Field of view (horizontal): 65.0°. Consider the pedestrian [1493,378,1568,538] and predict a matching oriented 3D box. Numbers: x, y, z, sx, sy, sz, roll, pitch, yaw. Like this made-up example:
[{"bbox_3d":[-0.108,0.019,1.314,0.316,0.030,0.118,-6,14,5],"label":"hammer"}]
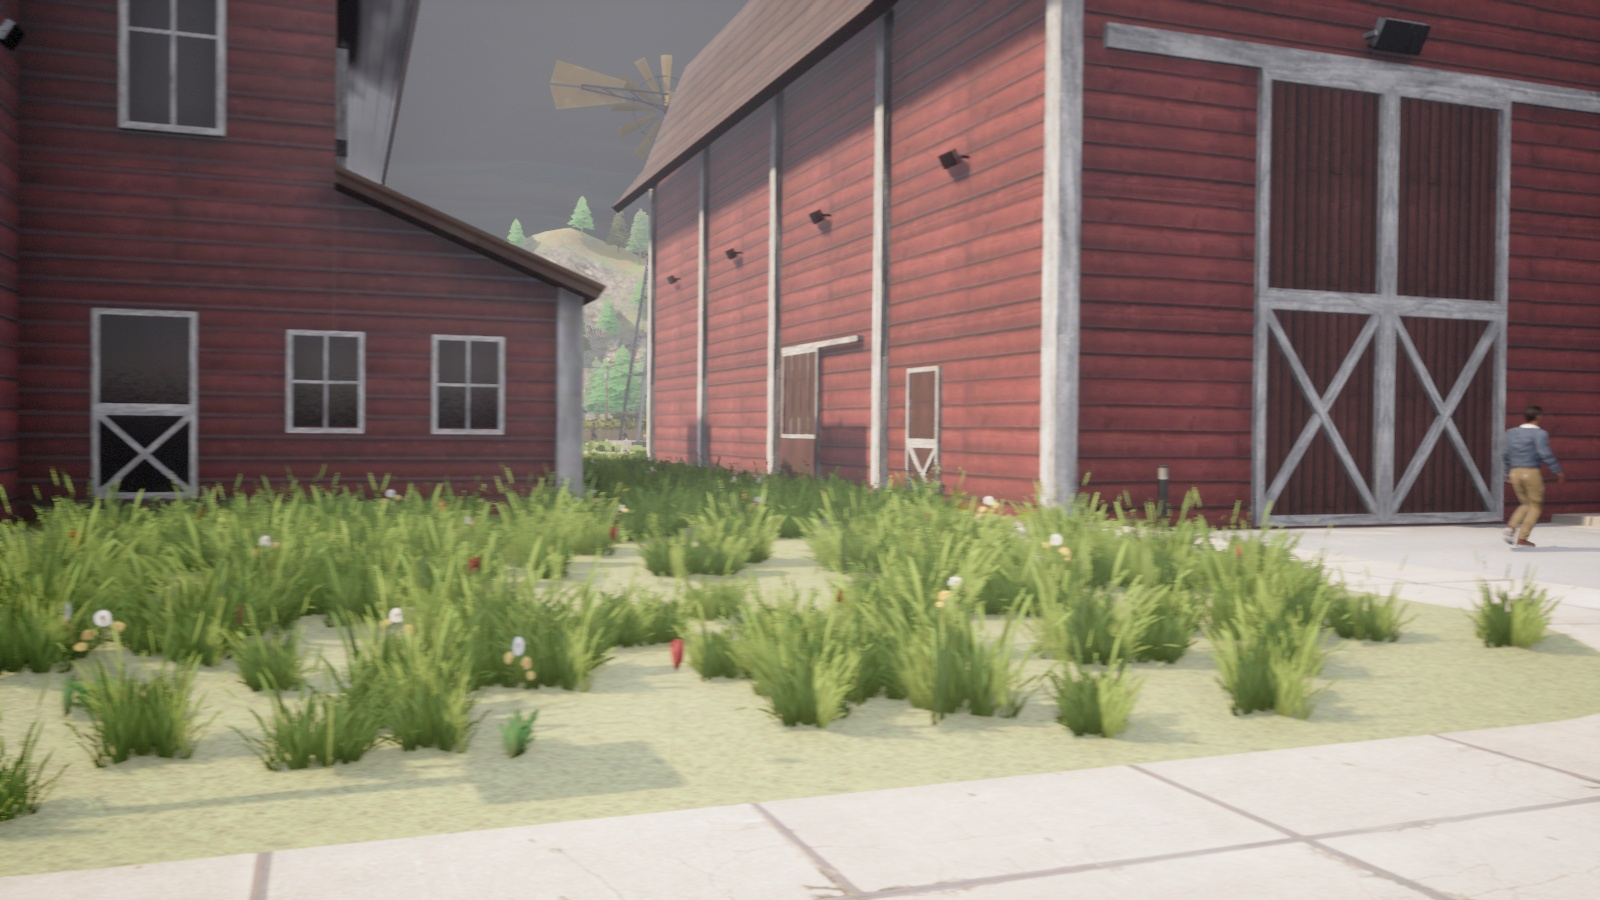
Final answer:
[{"bbox_3d":[9.110,0.087,15.661,0.788,1.949,0.423,-1,1,-23],"label":"pedestrian"}]
